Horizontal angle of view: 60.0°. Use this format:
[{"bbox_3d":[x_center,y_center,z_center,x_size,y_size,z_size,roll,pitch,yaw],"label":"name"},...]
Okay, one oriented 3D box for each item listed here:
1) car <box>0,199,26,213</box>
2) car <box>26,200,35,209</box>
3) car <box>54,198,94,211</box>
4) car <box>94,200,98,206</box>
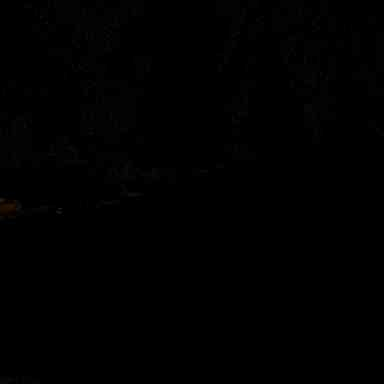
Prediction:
[{"bbox_3d":[-19.527,1.446,33.596,1.882,1.535,5.008,0,0,11],"label":"car"},{"bbox_3d":[-21.649,1.564,41.027,1.895,1.301,4.718,0,0,11],"label":"car"},{"bbox_3d":[-14.573,1.515,40.731,2.033,1.411,5.357,0,0,11],"label":"car"},{"bbox_3d":[-16.113,1.562,50.833,1.994,1.385,4.181,0,0,11],"label":"car"}]
